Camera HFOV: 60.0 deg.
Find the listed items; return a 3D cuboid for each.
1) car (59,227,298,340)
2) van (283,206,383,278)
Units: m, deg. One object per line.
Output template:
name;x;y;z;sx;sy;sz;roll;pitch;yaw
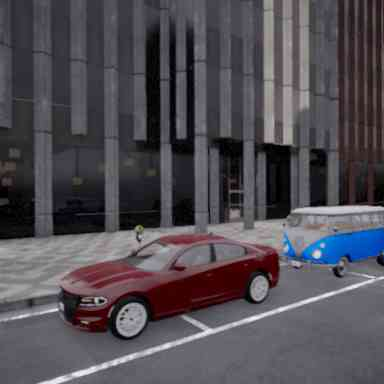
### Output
car;-0.202;1.534;6.507;4.507;1.381;1.887;0;0;-35
van;4.387;1.312;9.780;3.998;1.788;1.690;0;0;-35
